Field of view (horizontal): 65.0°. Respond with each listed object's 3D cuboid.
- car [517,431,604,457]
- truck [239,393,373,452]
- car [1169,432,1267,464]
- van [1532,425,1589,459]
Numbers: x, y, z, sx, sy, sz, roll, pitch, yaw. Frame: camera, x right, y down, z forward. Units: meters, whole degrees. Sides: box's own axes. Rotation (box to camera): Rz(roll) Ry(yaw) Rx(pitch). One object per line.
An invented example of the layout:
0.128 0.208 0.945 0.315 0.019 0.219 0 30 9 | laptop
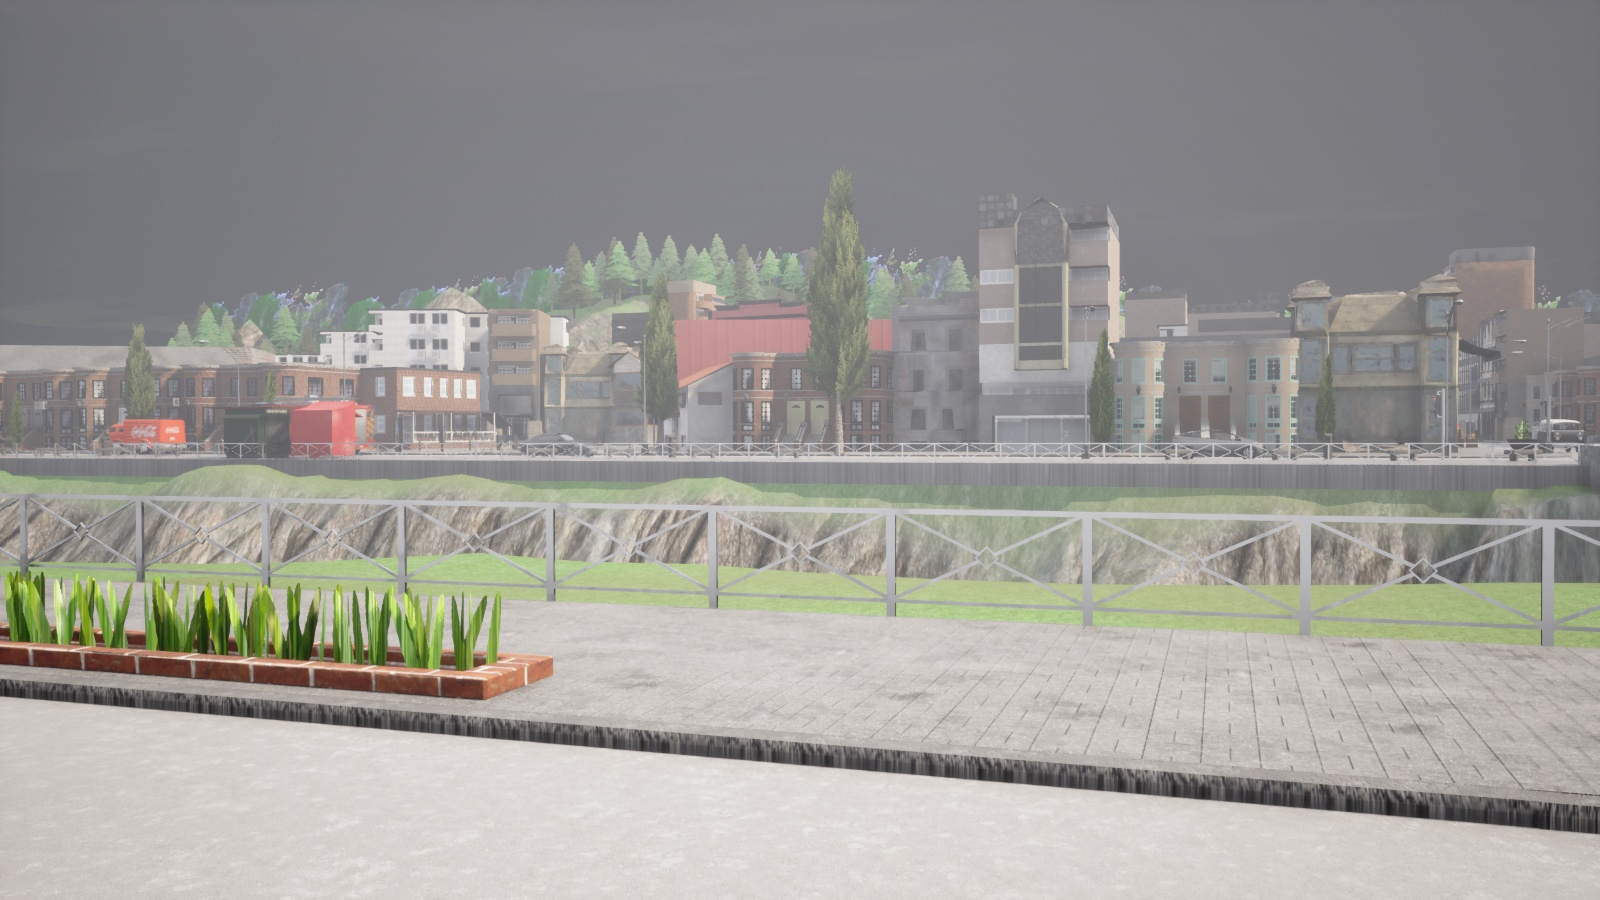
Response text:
-14.018 -0.378 73.535 4.674 1.442 1.812 1 1 19 | car
-33.096 -1.809 84.144 8.468 3.827 2.891 1 1 19 | truck
20.593 -0.141 61.907 4.514 1.525 2.007 1 1 19 | car
46.871 -0.514 77.459 2.069 2.038 4.480 1 1 19 | van
